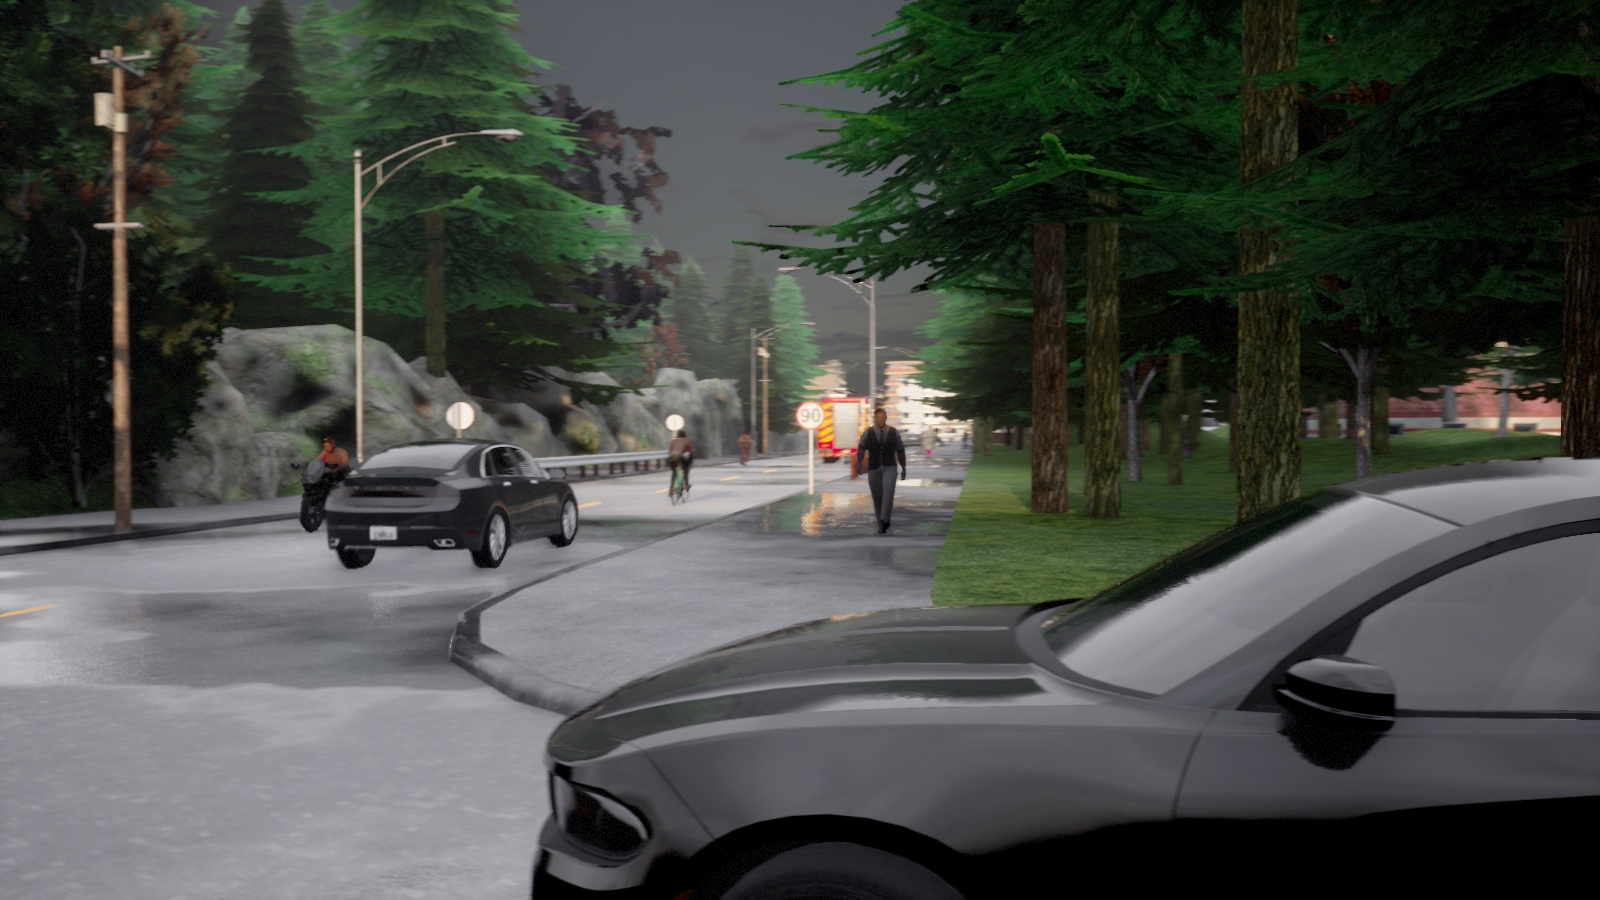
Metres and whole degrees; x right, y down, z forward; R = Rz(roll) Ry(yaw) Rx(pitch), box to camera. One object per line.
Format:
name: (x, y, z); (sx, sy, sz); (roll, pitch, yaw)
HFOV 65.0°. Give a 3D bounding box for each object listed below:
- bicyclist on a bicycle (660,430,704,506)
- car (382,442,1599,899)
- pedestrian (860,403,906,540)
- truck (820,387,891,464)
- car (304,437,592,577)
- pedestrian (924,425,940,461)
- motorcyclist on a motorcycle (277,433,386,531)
bicyclist on a bicycle: (-2.577, 0.380, 27.541); (0.582, 1.620, 1.656); (0, 1, 8)
car: (1.745, 0.769, 3.142); (5.008, 1.535, 1.882); (0, 1, 10)
pedestrian: (1.181, 0.292, 17.785); (0.563, 1.883, 0.849); (0, 1, 8)
truck: (3.070, -1.260, 66.754); (2.891, 3.827, 8.468); (0, 1, 8)
car: (-4.239, 0.585, 16.058); (1.837, 1.490, 4.892); (0, 1, 6)
pedestrian: (7.216, -0.392, 68.693); (0.659, 1.952, 0.873); (1, 1, 23)
motorcyclist on a motorcycle: (-7.620, 0.483, 20.529); (0.797, 1.523, 2.044); (0, 1, 8)
